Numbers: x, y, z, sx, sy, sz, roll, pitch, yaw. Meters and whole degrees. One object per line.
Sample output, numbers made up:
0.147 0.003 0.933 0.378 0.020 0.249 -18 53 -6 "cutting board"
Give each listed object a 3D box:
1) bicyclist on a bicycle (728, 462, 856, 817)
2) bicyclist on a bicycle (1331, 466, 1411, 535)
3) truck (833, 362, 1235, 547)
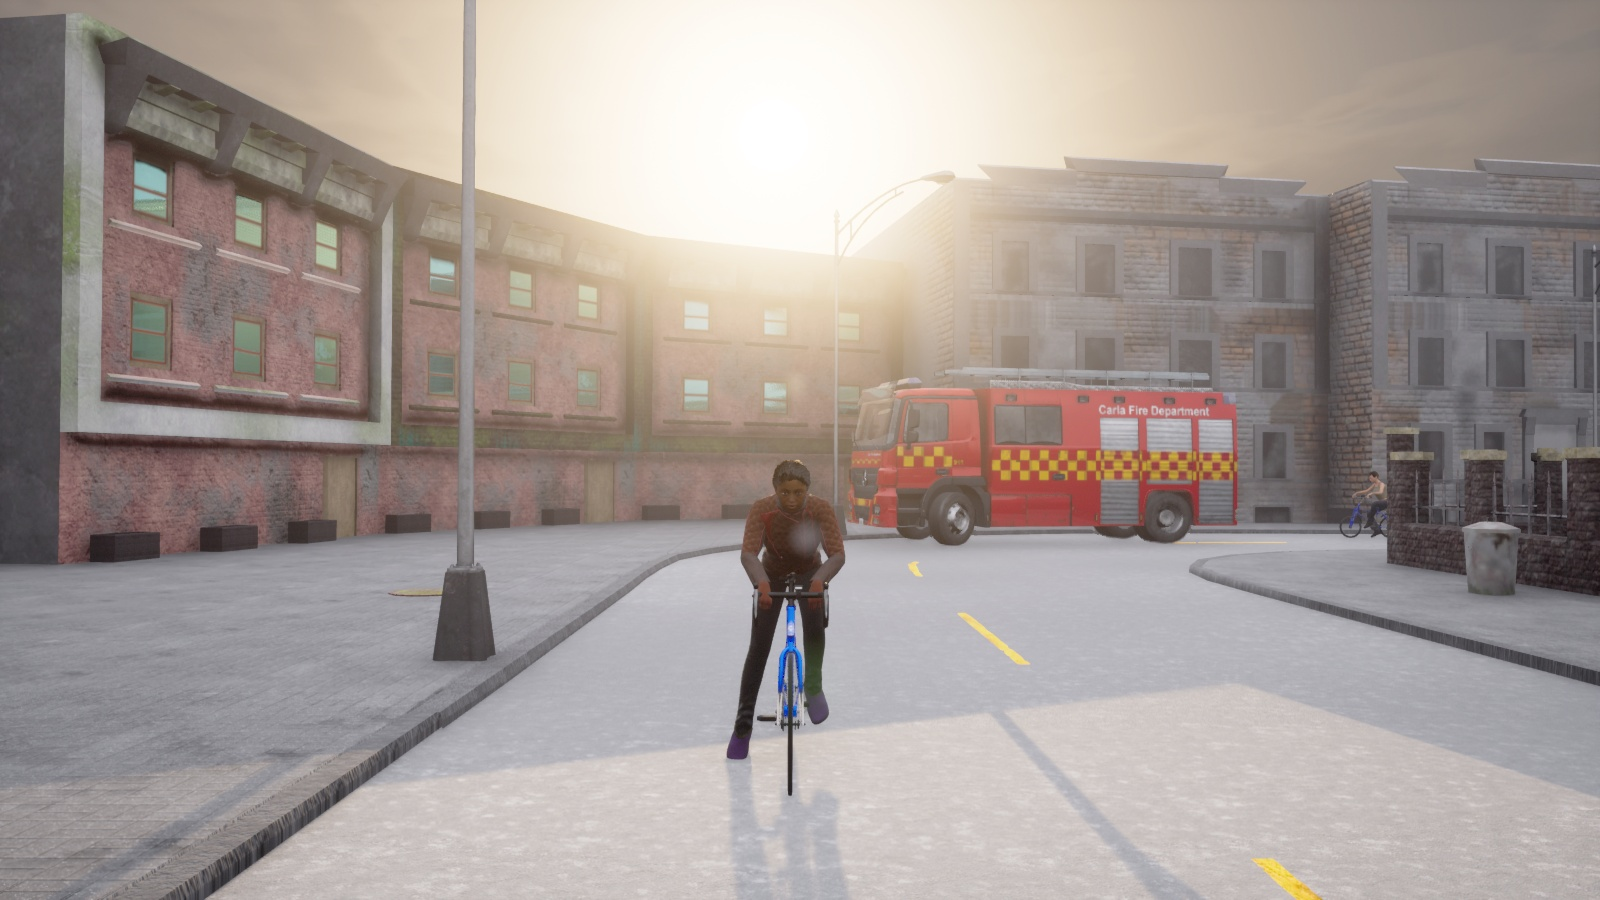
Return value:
-0.040 0.878 6.590 0.582 1.620 1.656 0 -1 0 "bicyclist on a bicycle"
13.710 1.202 30.165 1.509 1.612 0.866 0 -1 0 "bicyclist on a bicycle"
5.215 0.100 28.370 8.468 3.827 2.891 0 -1 -13 "truck"
